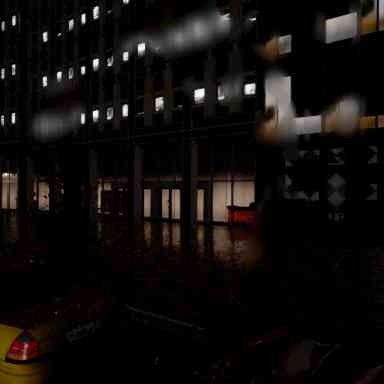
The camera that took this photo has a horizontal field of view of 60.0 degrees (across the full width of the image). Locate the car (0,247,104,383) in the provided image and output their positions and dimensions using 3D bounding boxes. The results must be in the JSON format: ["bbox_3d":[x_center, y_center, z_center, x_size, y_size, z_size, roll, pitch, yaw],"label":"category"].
[{"bbox_3d":[-3.085,1.524,5.075,4.829,1.417,1.752,0,1,36],"label":"car"}]

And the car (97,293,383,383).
[{"bbox_3d":[1.673,1.440,1.666,4.097,1.590,1.967,0,1,36],"label":"car"}]
